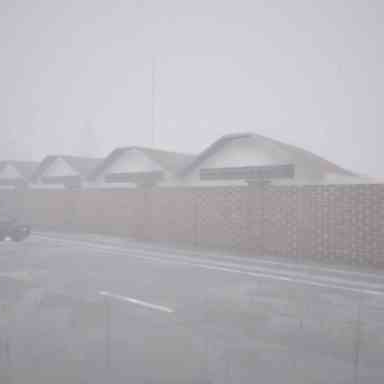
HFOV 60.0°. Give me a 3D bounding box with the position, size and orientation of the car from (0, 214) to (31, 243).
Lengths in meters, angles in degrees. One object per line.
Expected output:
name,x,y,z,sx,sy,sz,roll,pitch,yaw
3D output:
car,-9.352,1.617,14.955,4.718,1.301,1.895,0,0,36
